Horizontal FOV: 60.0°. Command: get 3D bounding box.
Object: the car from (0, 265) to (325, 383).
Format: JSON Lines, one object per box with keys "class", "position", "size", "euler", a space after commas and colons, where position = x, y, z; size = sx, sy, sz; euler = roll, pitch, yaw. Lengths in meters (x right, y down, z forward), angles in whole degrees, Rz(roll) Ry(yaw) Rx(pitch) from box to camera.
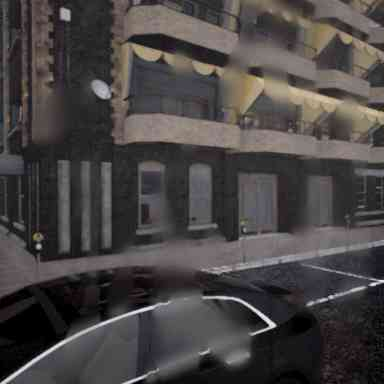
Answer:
{"class": "car", "position": [-0.893, 1.510, 2.742], "size": [4.892, 1.490, 1.837], "euler": [1, 0, -35]}
